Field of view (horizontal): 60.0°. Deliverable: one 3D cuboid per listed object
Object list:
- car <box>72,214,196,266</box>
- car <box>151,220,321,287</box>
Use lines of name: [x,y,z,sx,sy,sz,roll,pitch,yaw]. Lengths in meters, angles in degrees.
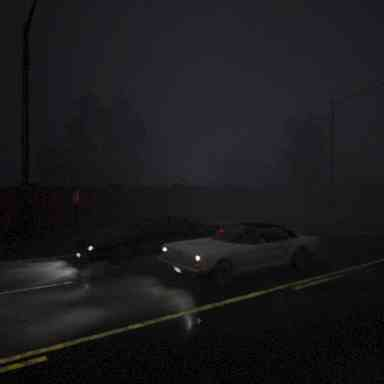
car: [-1.286,1.505,11.672,5.357,1.411,2.033,-1,0,-36]
car: [1.458,1.551,9.332,4.718,1.301,1.895,-1,0,-36]
